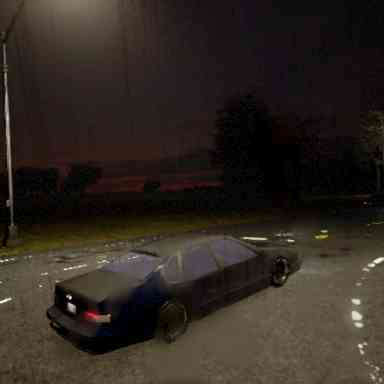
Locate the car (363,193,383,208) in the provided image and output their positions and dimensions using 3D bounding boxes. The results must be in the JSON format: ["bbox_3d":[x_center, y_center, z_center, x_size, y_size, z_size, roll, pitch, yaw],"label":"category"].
[{"bbox_3d":[19.497,0.917,34.661,4.892,1.490,1.837,-3,-1,-43],"label":"car"}]

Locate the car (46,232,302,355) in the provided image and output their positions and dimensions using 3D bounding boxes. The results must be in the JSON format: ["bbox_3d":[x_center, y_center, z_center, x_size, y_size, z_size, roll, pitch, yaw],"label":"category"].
[{"bbox_3d":[0.060,1.544,6.587,5.357,1.411,2.033,-6,3,-43],"label":"car"}]
